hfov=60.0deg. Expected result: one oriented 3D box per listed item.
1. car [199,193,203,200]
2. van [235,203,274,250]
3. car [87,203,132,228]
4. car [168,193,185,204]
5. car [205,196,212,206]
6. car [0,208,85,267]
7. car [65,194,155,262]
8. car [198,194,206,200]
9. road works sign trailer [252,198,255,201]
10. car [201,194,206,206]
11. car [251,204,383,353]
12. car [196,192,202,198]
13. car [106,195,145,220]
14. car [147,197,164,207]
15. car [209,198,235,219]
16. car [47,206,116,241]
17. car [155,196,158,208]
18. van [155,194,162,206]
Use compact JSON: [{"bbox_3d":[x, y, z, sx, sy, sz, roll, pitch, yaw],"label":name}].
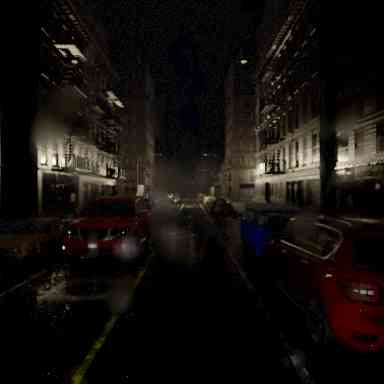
[{"bbox_3d":[2.643,1.377,54.751,2.008,1.369,4.403,0,0,0],"label":"car"},{"bbox_3d":[2.681,1.304,11.502,1.690,1.788,3.998,0,0,0],"label":"van"},{"bbox_3d":[-5.395,1.494,22.313,1.947,1.339,4.313,0,0,0],"label":"car"},{"bbox_3d":[-2.746,1.316,58.215,2.128,1.511,4.902,0,0,0],"label":"car"},{"bbox_3d":[2.662,1.334,33.126,1.967,1.590,4.097,0,0,0],"label":"car"},{"bbox_3d":[-5.398,1.489,11.332,1.752,1.417,4.829,0,0,0],"label":"car"},{"bbox_3d":[-2.848,1.182,12.291,2.150,2.045,5.566,0,0,0],"label":"car"},{"bbox_3d":[2.642,1.305,87.309,1.802,1.307,4.206,0,0,0],"label":"car"},{"bbox_3d":[13.400,0.172,66.532,2.880,3.560,2.380,0,0,0],"label":"road works sign trailer"},{"bbox_3d":[2.648,1.368,49.515,1.752,1.417,4.829,0,0,0],"label":"car"},{"bbox_3d":[2.685,1.295,6.095,2.192,1.841,5.009,0,0,0],"label":"car"},{"bbox_3d":[2.642,1.292,81.627,2.008,1.369,4.403,0,0,0],"label":"car"},{"bbox_3d":[-5.393,1.226,27.719,2.192,1.841,5.009,0,0,0],"label":"car"},{"bbox_3d":[-5.387,1.394,49.345,2.008,1.369,4.403,0,0,0],"label":"car"},{"bbox_3d":[2.667,1.436,27.891,1.752,1.417,4.829,0,0,0],"label":"car"},{"bbox_3d":[-5.397,1.496,16.907,2.008,1.369,4.403,0,0,0],"label":"car"},{"bbox_3d":[-5.390,1.459,38.532,1.802,1.307,4.206,0,0,0],"label":"car"},{"bbox_3d":[-5.388,1.201,43.938,1.690,1.788,3.998,0,0,0],"label":"van"}]
